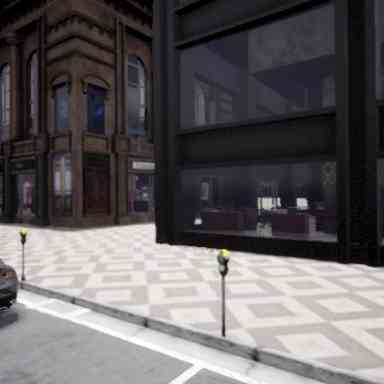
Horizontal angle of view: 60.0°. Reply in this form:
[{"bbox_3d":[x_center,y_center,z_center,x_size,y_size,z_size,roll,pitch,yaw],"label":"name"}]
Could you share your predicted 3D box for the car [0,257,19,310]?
[{"bbox_3d":[-5.171,1.630,6.655,4.403,1.369,2.008,-1,0,36],"label":"car"}]
